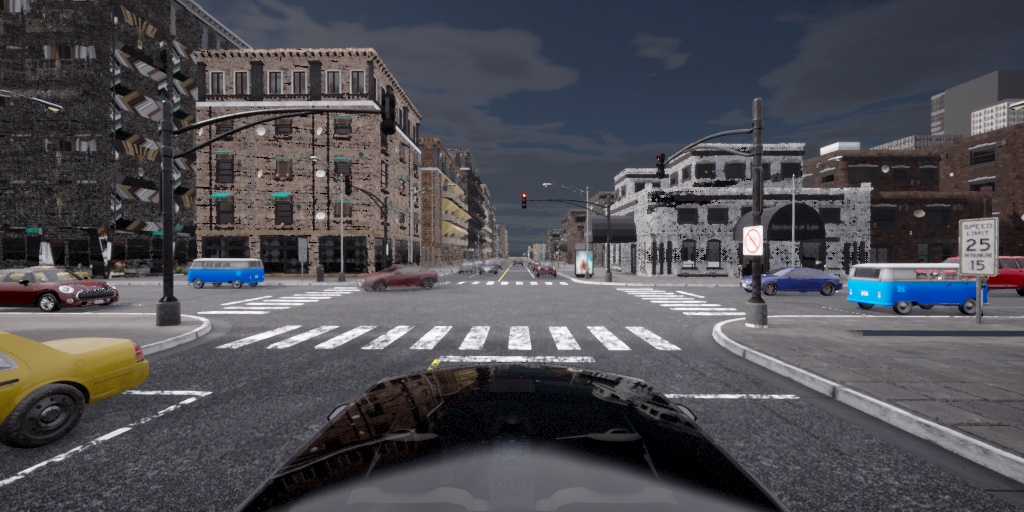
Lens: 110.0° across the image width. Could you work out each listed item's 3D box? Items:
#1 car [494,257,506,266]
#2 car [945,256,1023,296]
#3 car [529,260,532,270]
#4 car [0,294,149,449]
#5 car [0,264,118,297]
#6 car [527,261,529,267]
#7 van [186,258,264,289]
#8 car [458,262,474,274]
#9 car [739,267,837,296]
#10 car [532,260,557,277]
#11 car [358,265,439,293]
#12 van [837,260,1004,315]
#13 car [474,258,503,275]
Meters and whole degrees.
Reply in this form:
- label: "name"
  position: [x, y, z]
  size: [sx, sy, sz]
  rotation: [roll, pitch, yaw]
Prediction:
- label: "car"
  position: [-2.244, 1.277, 52.015]
  size: [1.837, 1.490, 4.892]
  rotation: [0, -1, 1]
- label: "car"
  position: [24.350, 1.019, 18.891]
  size: [5.566, 2.045, 2.150]
  rotation: [0, 0, 0]
- label: "car"
  position: [3.445, 1.347, 46.491]
  size: [1.802, 1.307, 4.207]
  rotation: [0, 0, 1]
- label: "car"
  position: [-5.681, 1.275, 2.609]
  size: [1.751, 1.417, 4.829]
  rotation: [0, 0, 1]
- label: "car"
  position: [-17.529, 1.190, 13.506]
  size: [4.097, 1.591, 1.967]
  rotation: [0, 0, 1]
- label: "car"
  position: [3.542, 1.321, 52.187]
  size: [2.007, 1.370, 4.403]
  rotation: [0, 0, 1]
- label: "van"
  position: [-17.430, 1.030, 21.886]
  size: [3.998, 1.789, 1.690]
  rotation: [0, 0, 1]
- label: "car"
  position: [-5.031, 1.311, 40.924]
  size: [2.007, 1.370, 4.403]
  rotation: [0, 0, 1]
- label: "car"
  position: [14.688, 1.298, 18.982]
  size: [4.674, 1.442, 1.812]
  rotation: [0, 0, 2]
- label: "car"
  position: [3.253, 1.195, 35.099]
  size: [1.967, 1.591, 4.097]
  rotation: [0, 0, 1]
- label: "car"
  position: [-6.521, 1.238, 21.001]
  size: [4.674, 1.442, 1.812]
  rotation: [0, 2, -43]
- label: "van"
  position: [14.849, 1.156, 13.198]
  size: [3.998, 1.789, 1.690]
  rotation: [0, 0, 1]
- label: "car"
  position: [-2.476, 1.251, 38.700]
  size: [2.128, 1.511, 4.902]
  rotation: [0, 0, 1]
